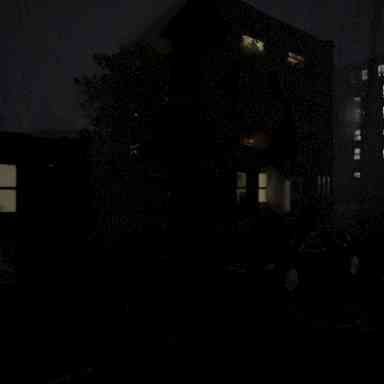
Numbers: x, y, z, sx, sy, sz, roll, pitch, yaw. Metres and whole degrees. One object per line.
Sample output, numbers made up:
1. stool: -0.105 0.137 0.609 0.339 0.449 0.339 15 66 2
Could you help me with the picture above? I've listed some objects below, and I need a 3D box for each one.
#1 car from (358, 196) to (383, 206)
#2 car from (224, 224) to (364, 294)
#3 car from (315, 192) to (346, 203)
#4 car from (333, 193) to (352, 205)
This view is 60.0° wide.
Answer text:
1. car: 22.453 1.139 40.134 1.887 1.381 4.507 2 0 -36
2. car: 2.796 1.546 8.693 4.403 1.369 2.008 0 1 -35
3. car: 22.575 0.886 54.351 1.967 1.590 4.097 2 0 -36
4. car: 19.174 1.033 44.773 1.887 1.381 4.507 2 0 -36
